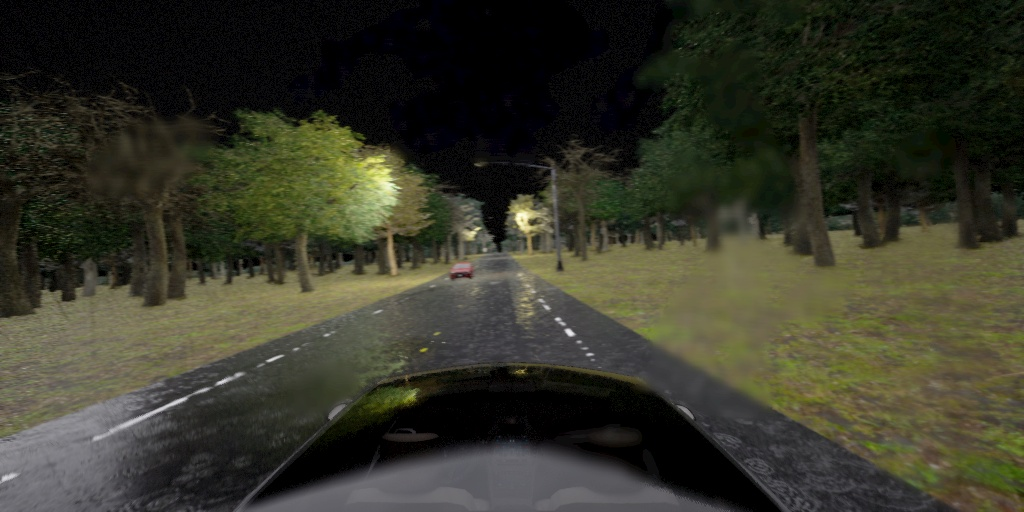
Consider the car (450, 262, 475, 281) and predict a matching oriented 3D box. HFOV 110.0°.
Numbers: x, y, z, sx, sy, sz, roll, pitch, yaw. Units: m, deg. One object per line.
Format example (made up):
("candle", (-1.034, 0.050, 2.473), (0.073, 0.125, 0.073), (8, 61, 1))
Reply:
("car", (-4.547, 1.360, 33.320), (1.882, 1.535, 5.008), (-4, 1, -2))
